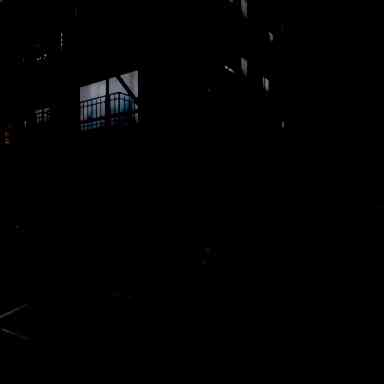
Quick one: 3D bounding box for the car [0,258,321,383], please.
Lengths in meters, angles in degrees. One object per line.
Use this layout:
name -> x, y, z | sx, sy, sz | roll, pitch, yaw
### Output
car -> -0.892, 1.566, 3.510 | 4.313, 1.339, 1.947 | 0, 0, 35
